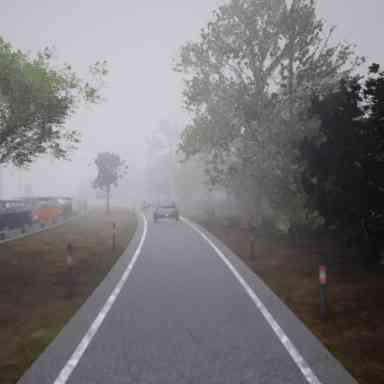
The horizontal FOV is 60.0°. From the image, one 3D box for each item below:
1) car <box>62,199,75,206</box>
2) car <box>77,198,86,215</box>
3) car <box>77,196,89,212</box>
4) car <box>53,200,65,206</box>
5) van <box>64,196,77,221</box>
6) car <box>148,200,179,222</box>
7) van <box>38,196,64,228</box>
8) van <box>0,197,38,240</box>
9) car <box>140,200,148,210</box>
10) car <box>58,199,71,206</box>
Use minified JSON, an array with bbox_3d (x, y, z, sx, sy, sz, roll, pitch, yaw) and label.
[{"bbox_3d":[-27.912,2.413,75.096,2.231,1.521,4.892,-1,-1,-28],"label":"car"},{"bbox_3d":[-12.213,1.642,33.174,1.946,1.575,5.366,2,-2,-11],"label":"car"},{"bbox_3d":[-14.981,1.553,44.172,2.435,2.045,5.566,2,-2,-16],"label":"car"},{"bbox_3d":[-34.082,2.712,85.316,2.002,1.452,4.674,-1,-1,-32],"label":"car"},{"bbox_3d":[-11.145,1.360,27.764,1.878,1.987,4.442,2,-2,-12],"label":"van"},{"bbox_3d":[-2.127,1.455,26.027,2.128,1.511,4.902,0,0,-9],"label":"car"},{"bbox_3d":[-10.288,1.310,22.235,1.878,1.987,4.442,1,-1,-7],"label":"van"},{"bbox_3d":[-9.621,1.270,16.684,1.878,1.987,4.442,1,-1,-7],"label":"van"},{"bbox_3d":[-5.546,1.634,42.673,1.895,1.301,4.718,-1,0,-14],"label":"car"},{"bbox_3d":[-30.780,2.547,80.031,2.097,1.535,5.008,-1,-1,-30],"label":"car"}]
